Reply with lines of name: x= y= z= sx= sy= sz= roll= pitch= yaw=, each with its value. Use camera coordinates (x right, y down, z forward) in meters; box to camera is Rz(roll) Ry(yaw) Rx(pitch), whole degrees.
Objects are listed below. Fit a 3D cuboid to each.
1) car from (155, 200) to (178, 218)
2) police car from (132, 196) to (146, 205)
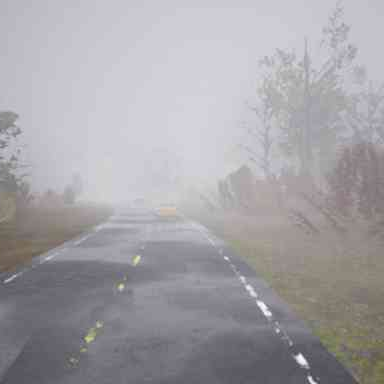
car: x=-2.372 y=1.514 z=30.184 sx=1.801 sy=1.575 sz=5.366 roll=0 pitch=0 yaw=-8
police car: x=-9.632 y=1.472 z=60.296 sx=1.930 sy=1.638 sz=5.238 roll=0 pitch=-1 yaw=-17
